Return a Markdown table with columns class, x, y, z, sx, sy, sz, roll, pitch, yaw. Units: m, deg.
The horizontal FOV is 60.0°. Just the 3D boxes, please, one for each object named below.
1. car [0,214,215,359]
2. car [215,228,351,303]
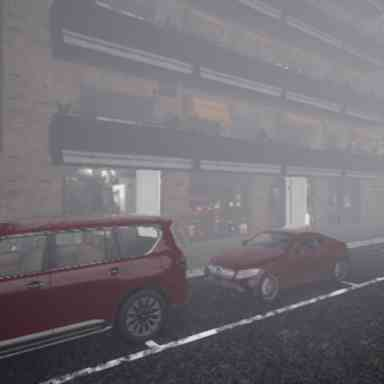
| class | x | y | z | sx | sy | sz | roll | pitch | yaw |
| --- | --- | --- | --- | --- | --- | --- | --- | --- | --- |
| car | -2.349 | 1.314 | 4.881 | 5.009 | 1.841 | 2.192 | 0 | 0 | -35 |
| car | 2.241 | 1.573 | 8.153 | 4.206 | 1.307 | 1.802 | 0 | 0 | -35 |
